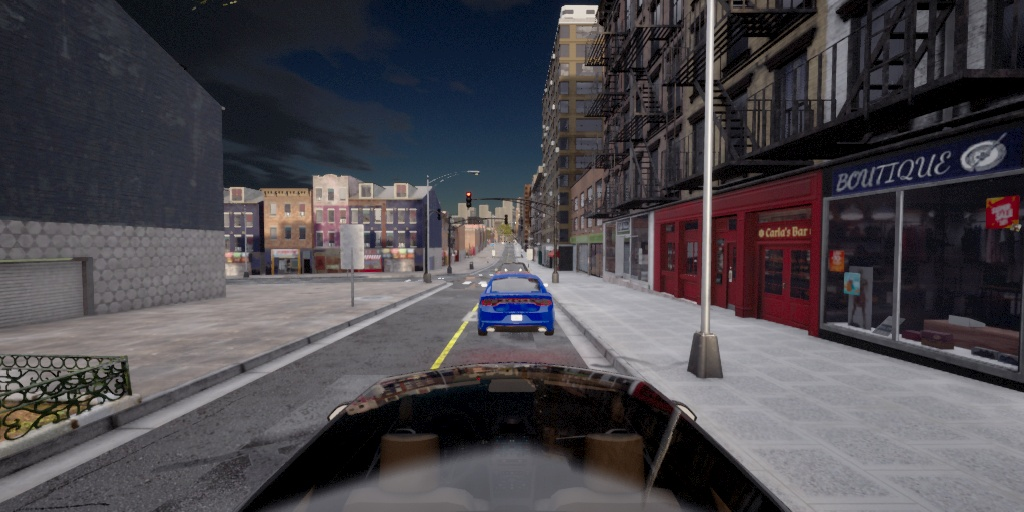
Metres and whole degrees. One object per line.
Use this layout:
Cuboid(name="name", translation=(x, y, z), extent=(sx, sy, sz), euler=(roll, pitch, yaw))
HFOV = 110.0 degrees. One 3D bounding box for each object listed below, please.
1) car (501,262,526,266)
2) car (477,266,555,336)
Cuboid(name="car", translation=(0.056, 1.109, 20.465), extent=(2.097, 1.767, 4.553), euler=(0, 0, 0))
Cuboid(name="car", translation=(0.089, 1.229, 10.472), extent=(1.882, 1.535, 5.008), euler=(0, 0, 0))
